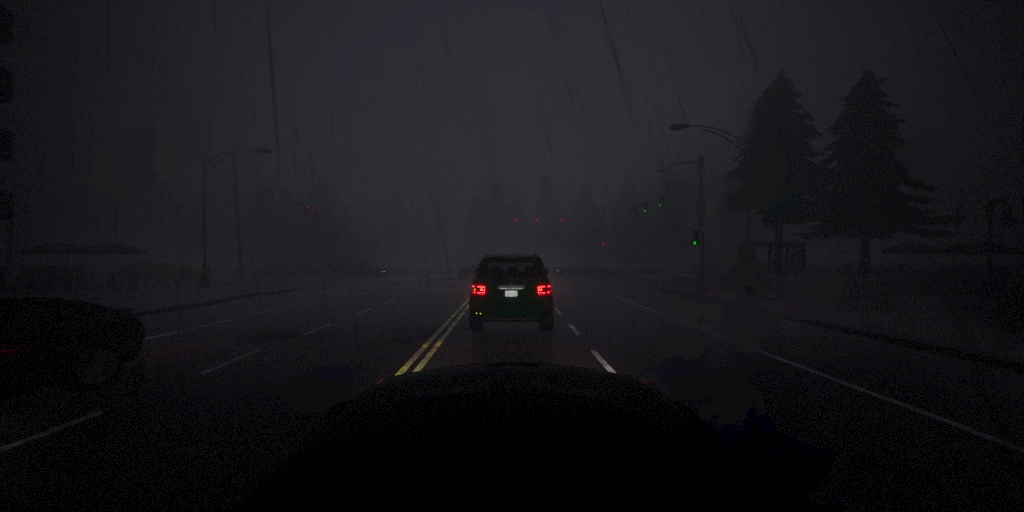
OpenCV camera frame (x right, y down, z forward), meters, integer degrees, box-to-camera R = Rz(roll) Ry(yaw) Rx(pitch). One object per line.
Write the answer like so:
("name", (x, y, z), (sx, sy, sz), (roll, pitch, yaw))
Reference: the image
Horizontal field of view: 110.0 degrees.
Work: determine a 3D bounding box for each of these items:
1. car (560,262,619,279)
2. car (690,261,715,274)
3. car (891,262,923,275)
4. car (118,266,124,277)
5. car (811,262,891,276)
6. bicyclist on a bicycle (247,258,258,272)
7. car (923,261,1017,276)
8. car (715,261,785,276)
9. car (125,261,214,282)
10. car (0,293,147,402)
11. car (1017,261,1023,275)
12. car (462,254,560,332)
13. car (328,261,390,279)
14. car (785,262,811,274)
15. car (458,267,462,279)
("car", (6.322, 1.260, 30.895), (5.357, 1.411, 2.033), (0, 0, -1))
("car", (21.507, 1.220, 38.202), (4.674, 1.442, 1.812), (0, 0, 0))
("car", (39.958, 1.295, 37.661), (4.718, 1.301, 1.895), (0, 0, 7))
("car", (-30.338, 1.199, 30.479), (4.892, 1.490, 1.837), (0, 0, -2))
("car", (32.705, 1.242, 34.701), (5.357, 1.411, 2.033), (0, 0, 1))
("bicyclist on a bicycle", (-30.088, 0.995, 41.582), (0.582, 1.620, 1.656), (0, 0, 0))
("car", (42.817, 1.186, 33.635), (4.902, 1.511, 2.128), (0, 0, 13))
("car", (22.954, 1.186, 34.707), (4.902, 1.511, 2.128), (0, 0, 0))
("car", (-25.472, 1.172, 27.089), (5.008, 1.535, 1.882), (0, 0, -1))
("car", (-7.099, 1.254, 3.983), (1.837, 1.490, 4.892), (0, 0, 0))
("car", (50.474, 1.199, 35.041), (4.892, 1.490, 1.837), (0, 0, 21))
("car", (-0.018, 0.971, 11.060), (2.150, 2.045, 5.566), (0, 0, 0))
("car", (-13.044, 1.204, 30.735), (4.892, 1.490, 1.837), (0, 0, -1))
("car", (30.612, 1.295, 38.206), (4.718, 1.301, 1.895), (0, 0, 1))
("car", (-1.552, 1.208, 27.332), (5.008, 1.535, 1.882), (0, 0, 0))
